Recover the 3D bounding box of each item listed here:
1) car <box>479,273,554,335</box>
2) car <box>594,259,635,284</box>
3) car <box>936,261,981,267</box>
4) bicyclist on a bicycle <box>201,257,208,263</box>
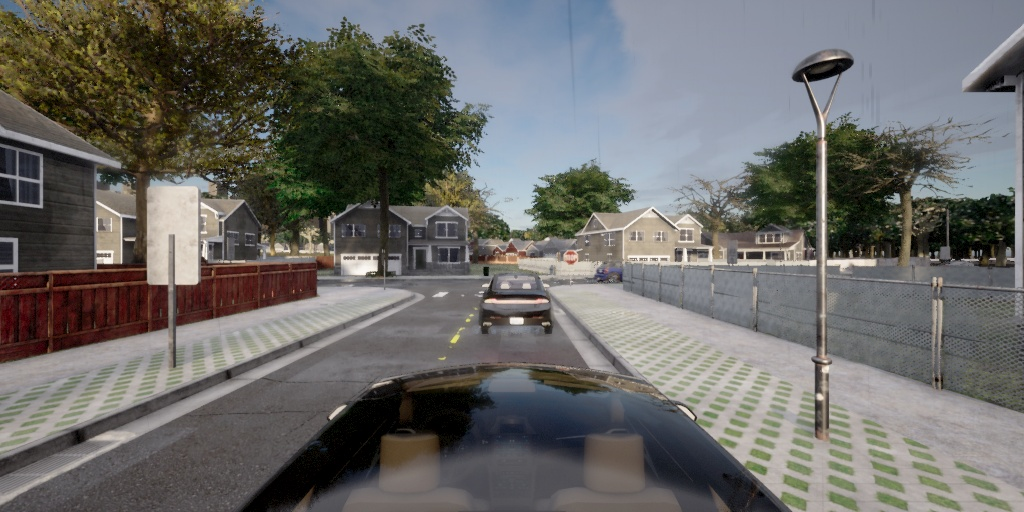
[{"bbox_3d":[0.115,1.242,10.474,2.128,1.511,4.902,0,0,0],"label":"car"},{"bbox_3d":[8.448,1.135,26.270,4.553,1.767,2.097,0,0,-12],"label":"car"},{"bbox_3d":[45.703,1.265,36.590,5.008,1.535,1.882,0,0,-19],"label":"car"},{"bbox_3d":[-22.305,0.883,25.943,0.582,1.620,1.656,0,0,-12],"label":"bicyclist on a bicycle"}]
